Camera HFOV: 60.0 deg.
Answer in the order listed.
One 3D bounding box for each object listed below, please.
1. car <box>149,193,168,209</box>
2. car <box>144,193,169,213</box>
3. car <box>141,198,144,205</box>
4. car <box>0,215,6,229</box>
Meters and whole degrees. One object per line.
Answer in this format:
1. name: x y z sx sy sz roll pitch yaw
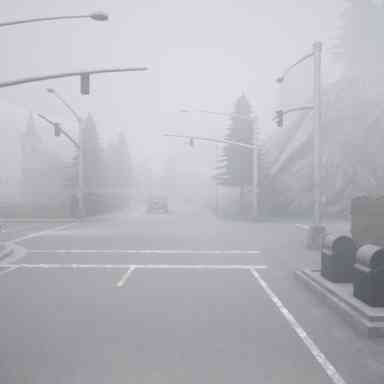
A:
1. car: -4.871 1.223 47.779 2.150 2.045 5.566 0 0 -11
2. car: -3.756 1.221 37.202 2.150 2.045 5.566 0 0 -2
3. car: -7.571 1.563 57.469 1.994 1.385 4.181 0 0 -20
4. car: -12.769 1.491 17.888 4.902 1.511 2.128 0 0 -7
